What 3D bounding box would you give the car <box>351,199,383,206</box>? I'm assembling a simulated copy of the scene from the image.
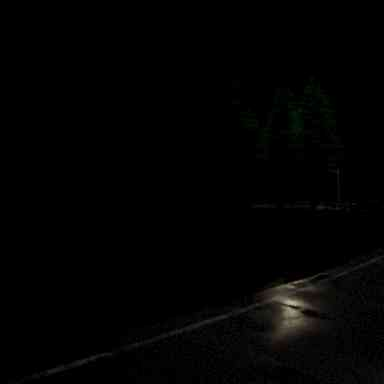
[{"bbox_3d":[19.560,1.488,36.752,2.128,1.511,4.902,0,0,-8],"label":"car"}]
